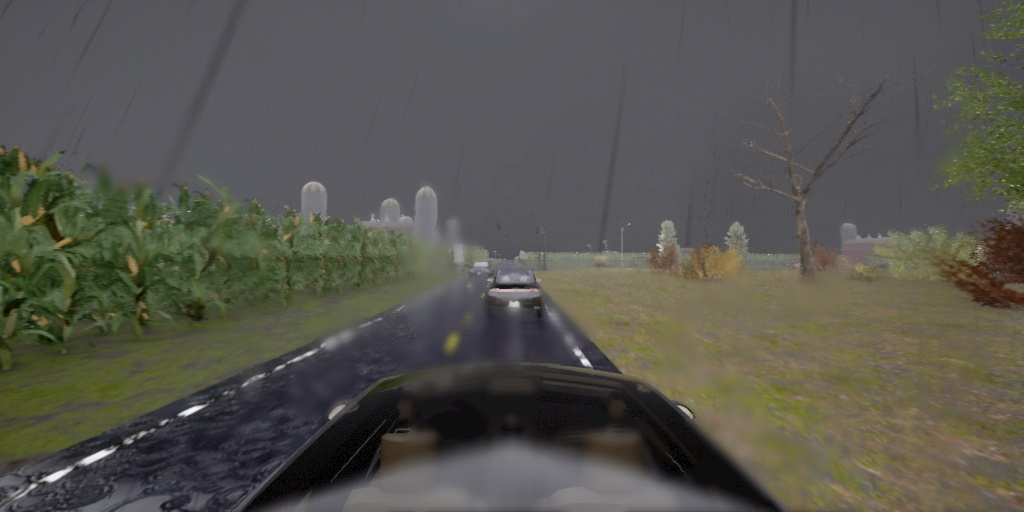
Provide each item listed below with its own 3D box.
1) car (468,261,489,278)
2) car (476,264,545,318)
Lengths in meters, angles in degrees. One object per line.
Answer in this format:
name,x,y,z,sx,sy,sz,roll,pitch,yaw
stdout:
car,-2.798,1.235,33.244,1.812,1.442,4.674,0,0,1
car,0.096,1.224,12.831,2.128,1.511,4.902,0,0,0
